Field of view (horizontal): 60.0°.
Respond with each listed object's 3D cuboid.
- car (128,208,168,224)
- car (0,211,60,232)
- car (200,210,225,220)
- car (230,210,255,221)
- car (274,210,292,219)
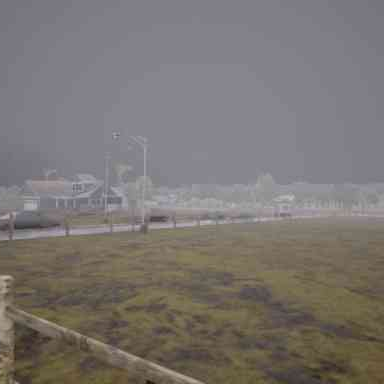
[{"bbox_3d":[-4.552,2.444,34.835,2.097,1.767,4.553,0,-2,35],"label":"car"},{"bbox_3d":[-12.249,2.104,23.890,2.033,1.411,5.357,0,-2,34],"label":"car"},{"bbox_3d":[2.847,3.186,45.266,1.994,1.385,4.181,0,-3,35],"label":"car"},{"bbox_3d":[7.091,3.245,46.180,2.128,1.511,4.902,0,-3,35],"label":"car"},{"bbox_3d":[16.299,3.914,59.190,1.882,1.535,5.008,0,-3,35],"label":"car"}]
